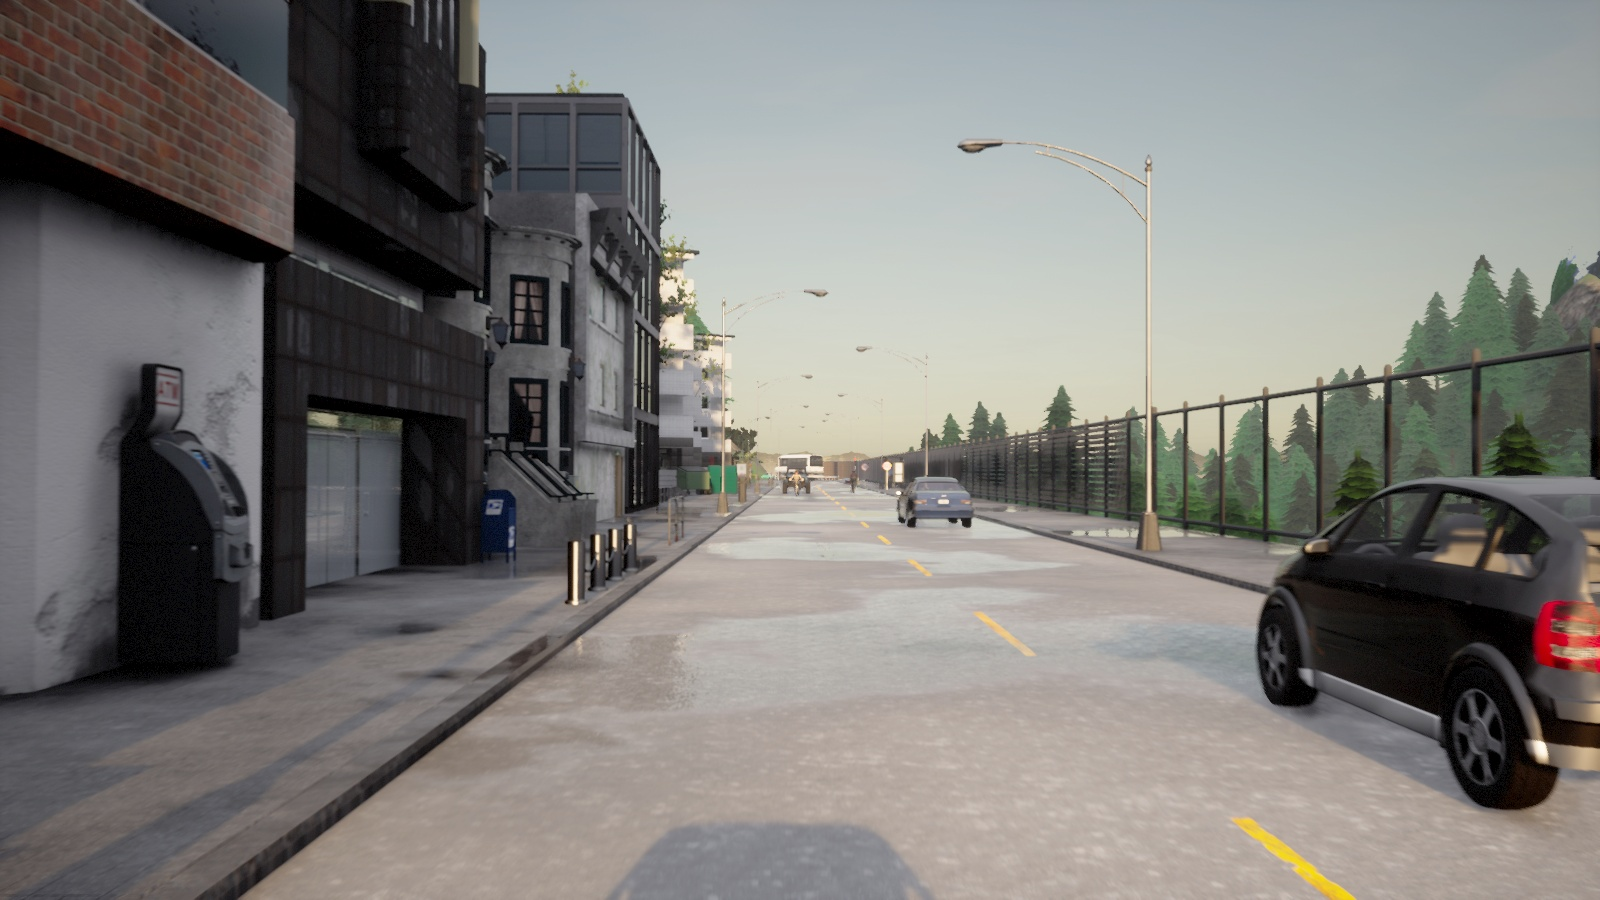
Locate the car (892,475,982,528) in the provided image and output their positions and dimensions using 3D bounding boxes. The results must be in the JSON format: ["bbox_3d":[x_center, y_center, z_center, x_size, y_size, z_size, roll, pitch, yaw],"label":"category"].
[{"bbox_3d":[3.904,1.462,36.765,2.033,1.411,5.357,0,-1,0],"label":"car"}]

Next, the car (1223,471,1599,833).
[{"bbox_3d":[3.979,0.899,7.278,1.789,1.549,3.705,0,-1,0],"label":"car"}]

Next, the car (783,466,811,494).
[{"bbox_3d":[-0.221,2.053,86.093,1.905,1.878,3.866,0,-1,0],"label":"car"}]
